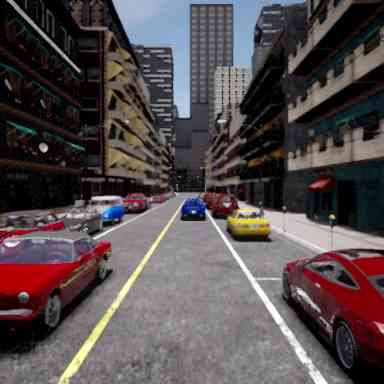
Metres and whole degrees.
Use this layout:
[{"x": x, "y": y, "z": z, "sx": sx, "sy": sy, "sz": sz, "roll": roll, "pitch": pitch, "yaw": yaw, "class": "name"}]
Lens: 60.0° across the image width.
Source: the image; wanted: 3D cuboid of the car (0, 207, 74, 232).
[{"x": -5.667, "y": 1.368, "z": 10.890, "sx": 1.967, "sy": 1.590, "sz": 4.097, "roll": -1, "pitch": 0, "yaw": 0, "class": "car"}]

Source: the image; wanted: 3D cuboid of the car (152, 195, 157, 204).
[{"x": -5.700, "y": 1.296, "z": 38.901, "sx": 2.008, "sy": 1.369, "sz": 4.403, "roll": -1, "pitch": 0, "yaw": 0, "class": "car"}]

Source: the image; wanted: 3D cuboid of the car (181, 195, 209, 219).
[{"x": 0.104, "y": 1.299, "z": 27.074, "sx": 1.882, "sy": 1.535, "sz": 5.008, "roll": 0, "pitch": 1, "yaw": 0, "class": "car"}]

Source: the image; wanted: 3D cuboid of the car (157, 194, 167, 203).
[{"x": -5.690, "y": 1.219, "z": 55.707, "sx": 1.802, "sy": 1.307, "sz": 4.206, "roll": -1, "pitch": 0, "yaw": 0, "class": "car"}]

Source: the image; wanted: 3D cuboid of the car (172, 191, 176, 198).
[{"x": -5.685, "y": 1.007, "z": 83.716, "sx": 2.008, "sy": 1.369, "sz": 4.403, "roll": -1, "pitch": 0, "yaw": 0, "class": "car"}]

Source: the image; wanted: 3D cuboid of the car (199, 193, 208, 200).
[{"x": 2.694, "y": 1.017, "z": 78.254, "sx": 1.752, "sy": 1.417, "sz": 4.829, "roll": -1, "pitch": 0, "yaw": 0, "class": "car"}]

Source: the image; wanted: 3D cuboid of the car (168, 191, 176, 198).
[{"x": -5.686, "y": 0.700, "z": 94.919, "sx": 2.192, "sy": 1.841, "sz": 5.009, "roll": -1, "pitch": 0, "yaw": 0, "class": "car"}]

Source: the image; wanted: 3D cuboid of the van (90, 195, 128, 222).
[{"x": -5.666, "y": 1.196, "z": 22.094, "sx": 1.690, "sy": 1.788, "sz": 3.998, "roll": -1, "pitch": 0, "yaw": 0, "class": "van"}]

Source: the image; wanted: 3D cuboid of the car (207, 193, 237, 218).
[{"x": 2.682, "y": 1.133, "z": 27.665, "sx": 2.192, "sy": 1.841, "sz": 5.009, "roll": -1, "pitch": 0, "yaw": 0, "class": "car"}]

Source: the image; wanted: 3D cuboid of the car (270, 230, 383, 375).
[{"x": 2.682, "y": 1.547, "z": 5.259, "sx": 1.802, "sy": 1.307, "sz": 4.206, "roll": -1, "pitch": 0, "yaw": 0, "class": "car"}]

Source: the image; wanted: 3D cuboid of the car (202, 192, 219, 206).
[{"x": 2.686, "y": 0.988, "z": 50.073, "sx": 2.192, "sy": 1.841, "sz": 5.009, "roll": -1, "pitch": 0, "yaw": 0, "class": "car"}]

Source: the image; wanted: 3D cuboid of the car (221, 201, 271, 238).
[{"x": 2.683, "y": 1.415, "z": 16.633, "sx": 1.752, "sy": 1.417, "sz": 4.829, "roll": -1, "pitch": 0, "yaw": 0, "class": "car"}]

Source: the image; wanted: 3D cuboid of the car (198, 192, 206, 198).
[{"x": 2.695, "y": 0.861, "z": 89.287, "sx": 1.967, "sy": 1.590, "sz": 4.097, "roll": -1, "pitch": 0, "yaw": 0, "class": "car"}]

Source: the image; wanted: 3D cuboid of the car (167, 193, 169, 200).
[{"x": -5.689, "y": 1.182, "z": 61.309, "sx": 1.802, "sy": 1.307, "sz": 4.206, "roll": -1, "pitch": 0, "yaw": 0, "class": "car"}]

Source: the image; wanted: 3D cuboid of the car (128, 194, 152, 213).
[{"x": -5.687, "y": 1.097, "z": 33.297, "sx": 2.192, "sy": 1.841, "sz": 5.009, "roll": -1, "pitch": 0, "yaw": 0, "class": "car"}]

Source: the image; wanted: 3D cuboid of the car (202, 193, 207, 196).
[{"x": 2.684, "y": 1.060, "z": 38.869, "sx": 2.192, "sy": 1.841, "sz": 5.009, "roll": -1, "pitch": 0, "yaw": 0, "class": "car"}]

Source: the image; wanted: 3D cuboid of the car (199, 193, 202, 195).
[{"x": 0.109, "y": 1.189, "z": 46.179, "sx": 2.128, "sy": 1.511, "sz": 4.902, "roll": 0, "pitch": 0, "yaw": 0, "class": "car"}]

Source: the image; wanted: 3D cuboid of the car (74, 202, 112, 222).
[{"x": -5.664, "y": 1.442, "z": 16.493, "sx": 2.008, "sy": 1.369, "sz": 4.403, "roll": -1, "pitch": 0, "yaw": 0, "class": "car"}]

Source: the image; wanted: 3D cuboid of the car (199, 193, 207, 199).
[{"x": 2.696, "y": 1.022, "z": 83.686, "sx": 1.947, "sy": 1.339, "sz": 4.313, "roll": -1, "pitch": 0, "yaw": 0, "class": "car"}]

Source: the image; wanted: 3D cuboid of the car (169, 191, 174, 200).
[{"x": -5.687, "y": 1.079, "z": 72.513, "sx": 2.008, "sy": 1.369, "sz": 4.403, "roll": -1, "pitch": 0, "yaw": 0, "class": "car"}]

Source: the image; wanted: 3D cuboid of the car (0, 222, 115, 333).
[{"x": -3.091, "y": 1.555, "z": 6.826, "sx": 1.895, "sy": 1.301, "sz": 4.718, "roll": 0, "pitch": 0, "yaw": 0, "class": "car"}]
